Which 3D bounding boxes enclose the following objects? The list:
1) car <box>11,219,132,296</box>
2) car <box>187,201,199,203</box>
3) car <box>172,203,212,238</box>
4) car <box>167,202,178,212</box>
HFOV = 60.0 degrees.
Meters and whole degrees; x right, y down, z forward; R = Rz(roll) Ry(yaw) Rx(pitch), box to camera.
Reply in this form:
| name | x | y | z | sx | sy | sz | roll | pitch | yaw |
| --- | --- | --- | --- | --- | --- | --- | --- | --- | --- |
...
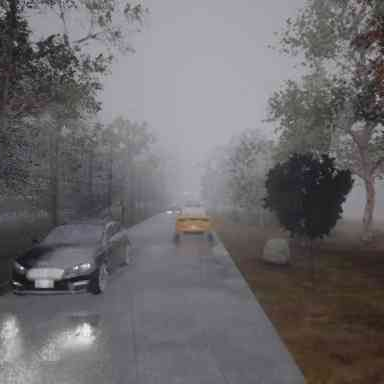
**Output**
| name | x | y | z | sx | sy | sz | roll | pitch | yaw |
| --- | --- | --- | --- | --- | --- | --- | --- | --- | --- |
| car | -2.864 | 1.525 | 8.895 | 2.128 | 1.511 | 4.902 | 0 | 0 | 0 |
| car | 0.126 | 1.789 | 39.066 | 2.097 | 1.767 | 4.553 | 0 | -1 | 0 |
| car | 0.083 | 1.590 | 18.562 | 1.882 | 1.535 | 5.008 | 0 | -1 | 0 |
| car | -2.733 | 2.295 | 51.863 | 2.033 | 1.411 | 5.357 | 0 | -2 | 1 |
